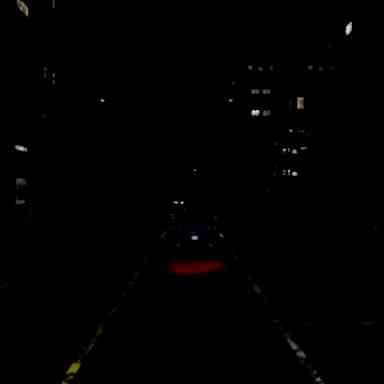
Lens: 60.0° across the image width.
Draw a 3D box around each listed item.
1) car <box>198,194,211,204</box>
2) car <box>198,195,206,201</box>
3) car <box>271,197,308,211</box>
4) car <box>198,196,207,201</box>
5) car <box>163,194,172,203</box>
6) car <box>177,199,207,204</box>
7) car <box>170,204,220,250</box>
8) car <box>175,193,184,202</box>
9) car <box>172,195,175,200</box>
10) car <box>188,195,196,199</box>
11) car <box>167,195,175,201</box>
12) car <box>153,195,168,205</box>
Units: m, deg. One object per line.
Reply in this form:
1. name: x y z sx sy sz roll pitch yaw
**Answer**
1. car: 2.685 1.572 63.321 1.887 1.381 4.507 0 0 0
2. car: 2.681 1.618 91.472 1.887 1.381 4.507 0 0 0
3. car: 13.461 1.606 45.370 5.009 1.841 2.192 1 -1 -1
4. car: 2.681 1.614 85.842 2.008 1.369 4.403 0 0 0
5. car: -5.696 1.560 68.781 1.752 1.417 4.829 0 0 0
6. car: -0.112 1.563 29.411 1.994 1.385 4.181 0 0 -4
7. car: 0.099 1.474 14.250 1.882 1.535 5.008 0 0 0
8. car: -3.009 1.277 79.748 2.150 2.045 5.566 0 0 0
9. car: -5.697 1.359 74.581 2.192 1.841 5.009 0 0 0
10. car: -0.011 1.540 86.407 1.882 1.535 5.008 0 0 0
11. car: -5.699 1.514 91.472 1.967 1.590 4.097 0 0 0
12. car: -5.695 1.587 57.690 1.947 1.339 4.313 0 0 0
